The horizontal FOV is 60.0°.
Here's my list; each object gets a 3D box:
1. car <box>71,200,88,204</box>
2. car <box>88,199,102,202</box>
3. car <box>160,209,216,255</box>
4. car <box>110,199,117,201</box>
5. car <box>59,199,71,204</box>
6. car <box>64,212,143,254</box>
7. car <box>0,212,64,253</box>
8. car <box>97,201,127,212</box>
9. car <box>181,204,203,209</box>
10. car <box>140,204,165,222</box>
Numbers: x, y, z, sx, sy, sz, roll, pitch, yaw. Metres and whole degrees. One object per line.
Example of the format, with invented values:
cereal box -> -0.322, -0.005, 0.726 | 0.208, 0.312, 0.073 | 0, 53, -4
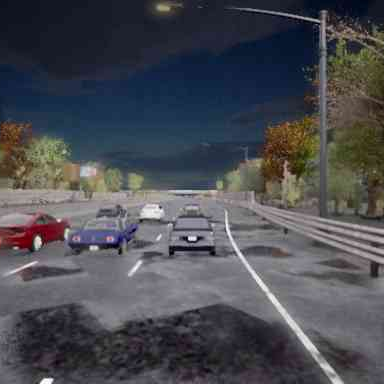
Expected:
car -> -24.462, 2.360, 73.894 | 1.895, 1.301, 4.718 | 0, -1, 0
car -> -20.962, 2.289, 73.923 | 1.812, 1.442, 4.674 | 0, -1, 0
car -> 0.008, 1.680, 13.985 | 2.033, 1.411, 5.357 | 0, -1, 0
car -> -17.462, 2.289, 73.921 | 1.812, 1.442, 4.674 | 0, -1, 0
car -> -27.962, 2.318, 73.926 | 1.994, 1.385, 4.181 | 0, -1, 0
car -> -3.491, 1.735, 14.104 | 1.895, 1.301, 4.718 | 0, -1, 0
car -> -6.986, 1.616, 14.483 | 1.882, 1.535, 5.008 | 0, 0, 0
car -> -6.981, 1.792, 29.305 | 1.837, 1.490, 4.892 | 0, 0, 0
car -> 0.021, 1.811, 29.370 | 1.812, 1.442, 4.674 | 0, 0, 0
car -> -3.479, 1.811, 29.378 | 1.812, 1.442, 4.674 | 0, 0, 0
